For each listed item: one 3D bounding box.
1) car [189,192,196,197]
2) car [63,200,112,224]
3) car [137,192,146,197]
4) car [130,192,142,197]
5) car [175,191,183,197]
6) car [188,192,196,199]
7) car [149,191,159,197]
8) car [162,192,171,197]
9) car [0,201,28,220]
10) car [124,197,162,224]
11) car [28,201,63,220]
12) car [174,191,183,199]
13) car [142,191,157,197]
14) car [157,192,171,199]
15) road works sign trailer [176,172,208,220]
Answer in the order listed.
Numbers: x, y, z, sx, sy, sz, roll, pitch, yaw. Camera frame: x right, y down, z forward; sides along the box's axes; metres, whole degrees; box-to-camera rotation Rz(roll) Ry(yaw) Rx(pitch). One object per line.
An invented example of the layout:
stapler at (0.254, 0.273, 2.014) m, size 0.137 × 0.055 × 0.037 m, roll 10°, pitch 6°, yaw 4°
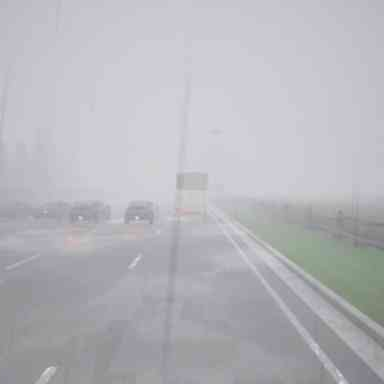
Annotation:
car at (0.016, 0.703, 91.674) m, size 1.895 × 1.301 × 4.718 m, roll 0°, pitch 0°, yaw 0°
car at (-6.894, 1.326, 22.948) m, size 1.837 × 1.490 × 4.892 m, roll 0°, pitch 0°, yaw 0°
car at (-13.987, 0.725, 92.052) m, size 1.895 × 1.301 × 4.718 m, roll 0°, pitch 0°, yaw 0°
car at (-13.981, 0.855, 81.608) m, size 1.837 × 1.490 × 4.892 m, roll 0°, pitch 0°, yaw 0°
car at (-3.486, 0.480, 92.019) m, size 2.097 × 1.767 × 4.553 m, roll 0°, pitch 0°, yaw 0°
car at (0.019, 0.871, 81.605) m, size 1.812 × 1.442 × 4.674 m, roll 0°, pitch 0°, yaw 0°
car at (-10.486, 0.484, 92.000) m, size 2.097 × 1.767 × 4.553 m, roll 0°, pitch 0°, yaw 0°
car at (-6.984, 0.664, 91.625) m, size 1.994 × 1.385 × 4.181 m, roll 0°, pitch 0°, yaw 0°
car at (-13.894, 1.364, 26.085) m, size 1.994 × 1.385 × 4.181 m, roll 0°, pitch 0°, yaw 0°
car at (-3.392, 1.324, 22.937) m, size 1.837 × 1.490 × 4.892 m, roll 0°, pitch 0°, yaw 0°
car at (-10.397, 1.365, 25.627) m, size 1.994 × 1.385 × 4.181 m, roll 0°, pitch 0°, yaw 0°
car at (-3.481, 0.823, 81.989) m, size 1.882 × 1.535 × 5.008 m, roll 0°, pitch 0°, yaw 0°
car at (-10.481, 0.849, 81.991) m, size 1.837 × 1.490 × 4.892 m, roll 0°, pitch 0°, yaw 0°
car at (-6.981, 0.872, 82.023) m, size 1.812 × 1.442 × 4.674 m, roll 0°, pitch 0°, yaw 0°
road works sign trailer at (0.005, 0.262, 25.448) m, size 2.380 × 3.560 × 2.880 m, roll 0°, pitch 0°, yaw 0°
